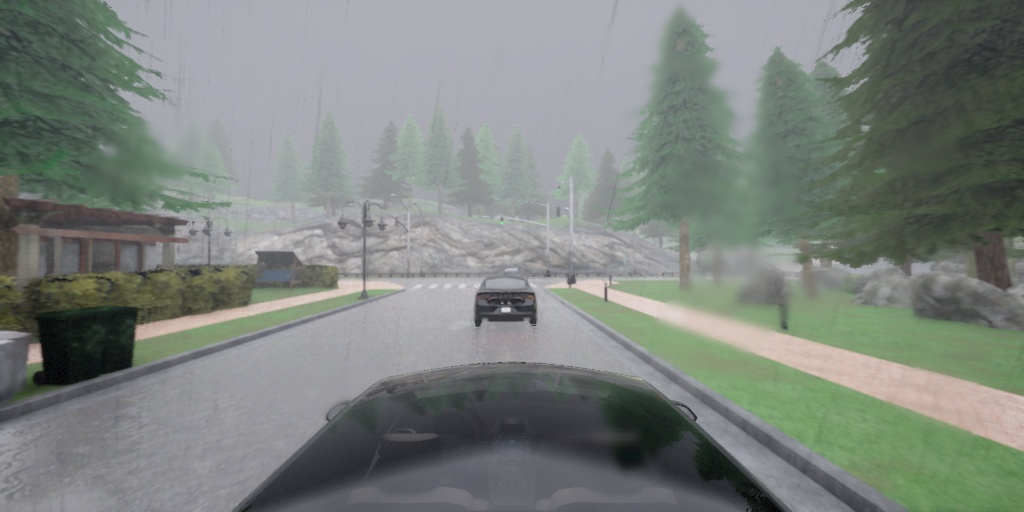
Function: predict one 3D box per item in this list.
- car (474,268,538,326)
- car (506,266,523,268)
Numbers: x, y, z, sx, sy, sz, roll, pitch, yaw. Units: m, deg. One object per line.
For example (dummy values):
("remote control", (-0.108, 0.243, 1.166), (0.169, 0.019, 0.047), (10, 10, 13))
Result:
("car", (-0.232, 1.356, 12.361), (1.882, 1.535, 5.008), (0, -1, -2))
("car", (0.190, 1.515, 28.916), (1.812, 1.442, 4.674), (-1, 0, 10))
